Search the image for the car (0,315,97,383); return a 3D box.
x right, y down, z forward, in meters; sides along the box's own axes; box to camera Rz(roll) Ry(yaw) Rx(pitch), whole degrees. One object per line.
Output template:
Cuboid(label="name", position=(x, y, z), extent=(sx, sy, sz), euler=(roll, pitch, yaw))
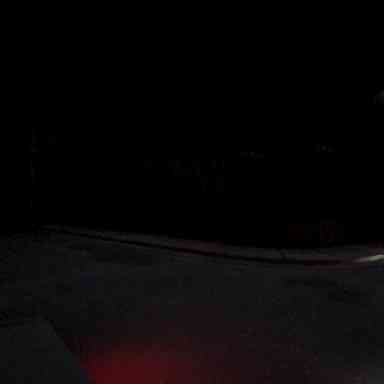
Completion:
Cuboid(label="car", position=(-3.063, 1.595, 1.789), extent=(4.718, 1.301, 1.895), euler=(0, 0, -35))
